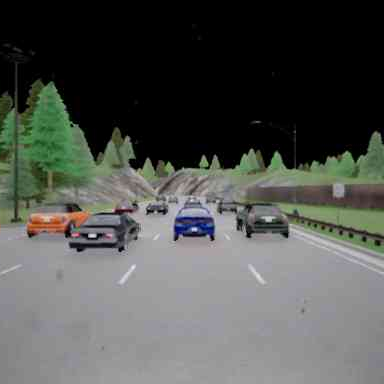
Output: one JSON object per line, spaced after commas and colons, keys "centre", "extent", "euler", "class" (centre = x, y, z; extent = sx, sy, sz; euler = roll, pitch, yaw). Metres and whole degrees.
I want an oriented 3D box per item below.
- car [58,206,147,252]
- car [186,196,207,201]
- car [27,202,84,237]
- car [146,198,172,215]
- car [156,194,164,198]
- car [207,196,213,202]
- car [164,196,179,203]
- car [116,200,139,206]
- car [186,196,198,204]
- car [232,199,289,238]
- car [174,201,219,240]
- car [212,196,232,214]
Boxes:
{"centre": [-3.396, 1.534, 13.855], "extent": [2.033, 1.411, 5.357], "euler": [0, 0, 0], "class": "car"}
{"centre": [0.111, 1.459, 34.965], "extent": [2.128, 1.511, 4.902], "euler": [0, 0, 0], "class": "car"}
{"centre": [-6.894, 1.336, 17.885], "extent": [2.097, 1.767, 4.553], "euler": [0, 0, 0], "class": "car"}
{"centre": [-3.390, 1.570, 33.458], "extent": [1.895, 1.301, 4.718], "euler": [0, 0, 0], "class": "car"}
{"centre": [-6.978, 1.286, 74.686], "extent": [2.097, 1.767, 4.553], "euler": [0, 0, 0], "class": "car"}
{"centre": [3.524, 1.435, 61.856], "extent": [2.128, 1.511, 4.902], "euler": [0, 0, 0], "class": "car"}
{"centre": [-3.482, 1.491, 61.397], "extent": [2.033, 1.411, 5.357], "euler": [0, 0, 0], "class": "car"}
{"centre": [-6.890, 1.531, 35.615], "extent": [1.994, 1.385, 4.181], "euler": [0, 0, 0], "class": "car"}
{"centre": [0.021, 1.491, 61.578], "extent": [2.033, 1.411, 5.357], "euler": [0, 0, 0], "class": "car"}
{"centre": [3.606, 1.337, 17.785], "extent": [2.097, 1.767, 4.553], "euler": [0, 0, 0], "class": "car"}
{"centre": [0.105, 1.462, 16.831], "extent": [1.882, 1.535, 5.008], "euler": [0, 0, 0], "class": "car"}
{"centre": [3.610, 1.459, 34.984], "extent": [2.128, 1.511, 4.902], "euler": [0, 0, 0], "class": "car"}
